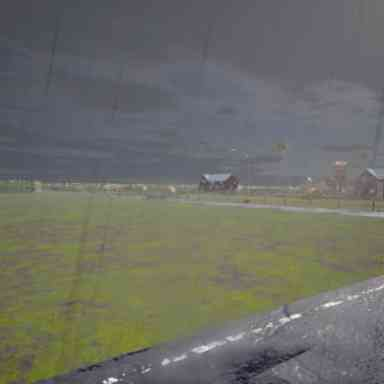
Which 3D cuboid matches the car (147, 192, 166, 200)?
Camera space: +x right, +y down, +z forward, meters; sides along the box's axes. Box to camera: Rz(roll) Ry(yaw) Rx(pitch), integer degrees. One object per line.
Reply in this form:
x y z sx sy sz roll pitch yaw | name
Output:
-6.286 0.643 58.749 1.994 1.385 4.181 0 1 -36 | car
